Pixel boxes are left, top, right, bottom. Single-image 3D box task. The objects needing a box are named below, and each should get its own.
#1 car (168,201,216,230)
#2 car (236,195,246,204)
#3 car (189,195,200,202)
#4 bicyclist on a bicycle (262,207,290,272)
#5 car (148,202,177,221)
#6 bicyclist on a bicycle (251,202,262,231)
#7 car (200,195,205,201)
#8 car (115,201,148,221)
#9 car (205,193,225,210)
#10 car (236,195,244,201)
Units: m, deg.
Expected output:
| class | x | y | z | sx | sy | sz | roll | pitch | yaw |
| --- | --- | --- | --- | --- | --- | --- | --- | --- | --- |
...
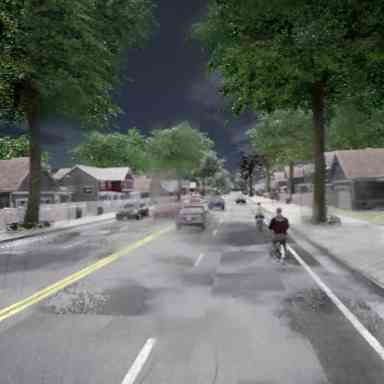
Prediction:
| class | x | y | z | sx | sy | sz | roll | pitch | yaw |
| --- | --- | --- | --- | --- | --- | --- | --- | --- | --- |
| car | 0.166 | 1.617 | 21.785 | 2.033 | 1.411 | 5.357 | -2 | 0 | 8 |
| car | 9.224 | 1.494 | 62.884 | 1.895 | 1.301 | 4.718 | -2 | 0 | 8 |
| car | 0.656 | 1.540 | 72.603 | 2.097 | 1.767 | 4.553 | -2 | 0 | 8 |
| bicyclist on a bicycle | 2.531 | 1.312 | 9.654 | 0.659 | 1.776 | 1.843 | -2 | 0 | 8 |
| car | -2.160 | 1.659 | 29.937 | 1.882 | 1.535 | 5.008 | -2 | 0 | 8 |
| bicyclist on a bicycle | 3.817 | 1.364 | 18.827 | 0.866 | 1.612 | 1.509 | -2 | 0 | 8 |
| car | 3.550 | 1.325 | 69.892 | 2.150 | 2.045 | 5.566 | -2 | 0 | 8 |
| car | -5.362 | 1.651 | 30.501 | 2.097 | 1.767 | 4.553 | -2 | 0 | 8 |
| car | 3.300 | 1.385 | 44.092 | 2.097 | 1.767 | 4.553 | -2 | 0 | 8 |
| car | 11.760 | 1.436 | 81.506 | 2.033 | 1.411 | 5.357 | -2 | 0 | 8 |
